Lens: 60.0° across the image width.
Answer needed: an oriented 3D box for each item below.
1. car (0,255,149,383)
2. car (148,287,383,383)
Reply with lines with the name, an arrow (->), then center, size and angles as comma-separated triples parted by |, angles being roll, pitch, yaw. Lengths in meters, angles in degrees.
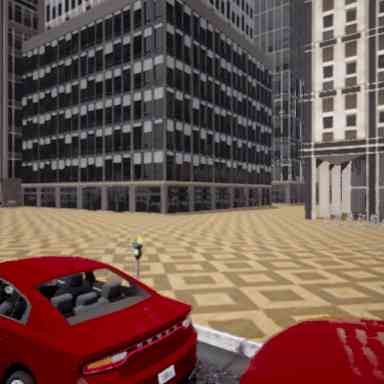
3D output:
car -> -2.047, 1.520, 4.340 | 4.507, 1.381, 1.887 | 0, 0, 36
car -> 2.463, 1.324, 1.122 | 5.009, 1.841, 2.192 | 0, 0, 36
